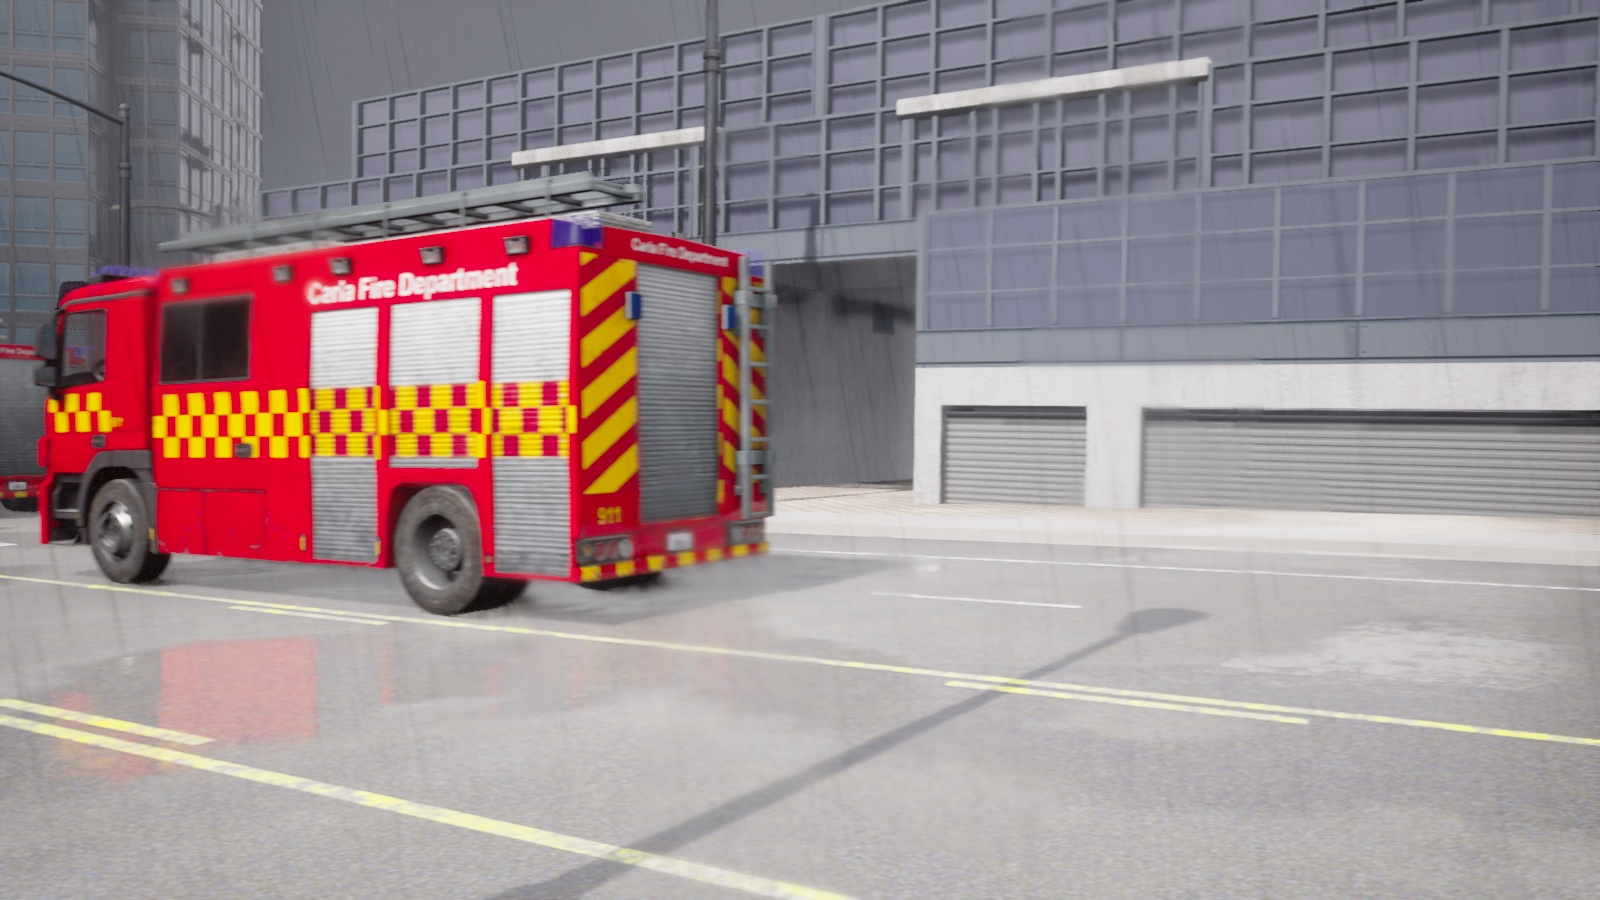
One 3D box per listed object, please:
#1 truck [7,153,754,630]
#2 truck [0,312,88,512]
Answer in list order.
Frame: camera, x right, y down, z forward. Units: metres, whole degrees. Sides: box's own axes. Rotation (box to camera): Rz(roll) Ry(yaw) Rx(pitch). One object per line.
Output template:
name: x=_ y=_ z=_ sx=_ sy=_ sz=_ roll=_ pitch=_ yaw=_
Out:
truck: x=-4.819 y=-0.504 z=13.544 sx=8.468 sy=3.827 sz=2.891 roll=0 pitch=1 yaw=32
truck: x=-18.763 y=-0.840 z=26.404 sx=8.468 sy=3.827 sz=2.891 roll=2 pitch=2 yaw=32
